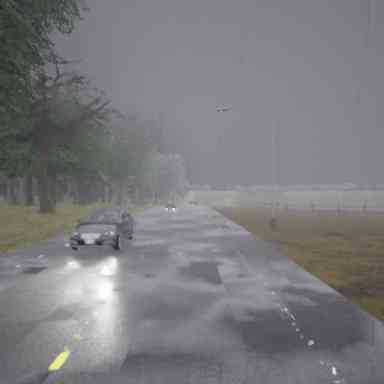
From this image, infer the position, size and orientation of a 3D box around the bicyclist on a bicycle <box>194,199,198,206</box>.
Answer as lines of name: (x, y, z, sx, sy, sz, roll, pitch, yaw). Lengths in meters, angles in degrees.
bicyclist on a bicycle: (0.920, 2.293, 71.602, 0.866, 1.612, 1.509, 0, -2, 0)

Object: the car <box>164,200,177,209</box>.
car: (-3.574, 2.069, 56.249, 2.033, 1.411, 5.357, 0, -1, 1)

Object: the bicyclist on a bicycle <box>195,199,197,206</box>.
bicyclist on a bicycle: (0.918, 2.549, 80.545, 0.582, 1.620, 1.656, 0, -2, 0)

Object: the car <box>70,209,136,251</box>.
car: (-3.608, 1.486, 14.188, 2.128, 1.511, 4.902, 0, 0, 0)
